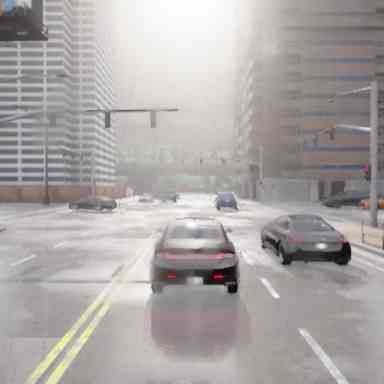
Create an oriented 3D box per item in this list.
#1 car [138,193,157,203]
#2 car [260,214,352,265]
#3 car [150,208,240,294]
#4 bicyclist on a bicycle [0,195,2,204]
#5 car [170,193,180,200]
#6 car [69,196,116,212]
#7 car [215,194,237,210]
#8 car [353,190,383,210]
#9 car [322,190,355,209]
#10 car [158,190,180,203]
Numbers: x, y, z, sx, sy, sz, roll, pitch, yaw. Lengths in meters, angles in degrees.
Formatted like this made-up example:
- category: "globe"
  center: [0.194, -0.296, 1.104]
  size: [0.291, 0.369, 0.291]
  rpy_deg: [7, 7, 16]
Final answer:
- category: "car"
  center: [-7.078, 0.950, 51.708]
  size: [1.812, 1.442, 4.674]
  rpy_deg: [0, 1, 0]
- category: "car"
  center: [3.579, 1.438, 11.183]
  size: [1.994, 1.385, 4.181]
  rpy_deg: [0, 1, 0]
- category: "car"
  center: [0.064, 1.395, 8.536]
  size: [2.128, 1.511, 4.902]
  rpy_deg: [0, 1, 0]
- category: "bicyclist on a bicycle"
  center: [-25.646, 0.810, 44.080]
  size: [0.582, 1.620, 1.656]
  rpy_deg: [0, 1, 0]
- category: "car"
  center: [-3.507, 0.831, 69.155]
  size: [1.895, 1.301, 4.718]
  rpy_deg: [0, 1, 0]
- category: "car"
  center: [-9.651, 1.132, 32.194]
  size: [4.902, 1.511, 2.128]
  rpy_deg: [0, 0, 23]
- category: "car"
  center: [3.593, 0.952, 35.858]
  size: [2.097, 1.767, 4.553]
  rpy_deg: [0, 1, 0]
- category: "car"
  center: [19.015, 0.984, 33.045]
  size: [4.553, 1.767, 2.097]
  rpy_deg: [0, 1, 0]
- category: "car"
  center: [17.273, 0.811, 36.561]
  size: [5.566, 2.045, 2.150]
  rpy_deg: [0, 1, 0]
- category: "car"
  center: [-3.577, 0.640, 52.311]
  size: [2.150, 2.045, 5.566]
  rpy_deg: [0, 1, 0]
